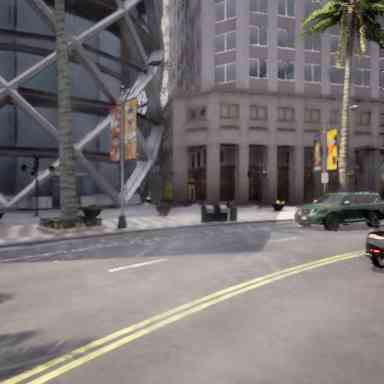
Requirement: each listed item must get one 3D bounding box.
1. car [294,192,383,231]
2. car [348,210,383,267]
[{"bbox_3d":[8.555,1.040,19.127,5.566,2.045,2.150,0,0,-25],"label":"car"},{"bbox_3d":[6.989,1.403,9.793,4.902,1.511,2.128,0,1,-37],"label":"car"}]
